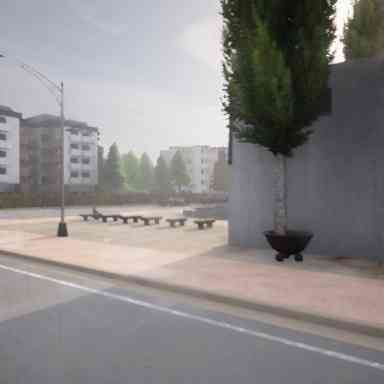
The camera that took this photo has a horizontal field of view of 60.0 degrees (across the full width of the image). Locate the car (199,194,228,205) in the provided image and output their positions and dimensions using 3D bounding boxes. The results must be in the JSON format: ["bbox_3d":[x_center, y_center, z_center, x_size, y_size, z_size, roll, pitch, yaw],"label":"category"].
[{"bbox_3d":[3.977,1.296,60.392,5.566,2.045,2.150,0,0,-22],"label":"car"}]

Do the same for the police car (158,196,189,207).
[{"bbox_3d":[-2.879,1.497,52.887,5.238,1.638,1.930,0,0,-33],"label":"police car"}]
